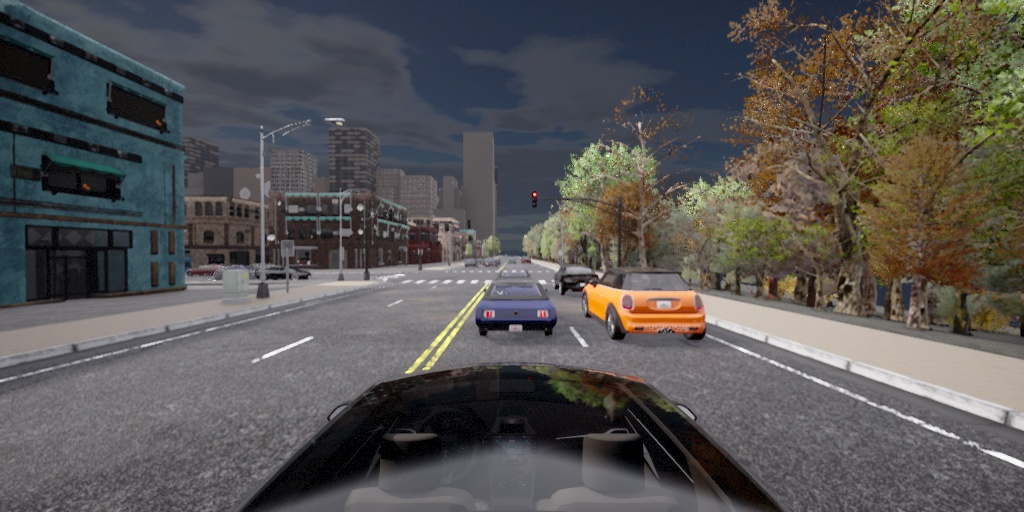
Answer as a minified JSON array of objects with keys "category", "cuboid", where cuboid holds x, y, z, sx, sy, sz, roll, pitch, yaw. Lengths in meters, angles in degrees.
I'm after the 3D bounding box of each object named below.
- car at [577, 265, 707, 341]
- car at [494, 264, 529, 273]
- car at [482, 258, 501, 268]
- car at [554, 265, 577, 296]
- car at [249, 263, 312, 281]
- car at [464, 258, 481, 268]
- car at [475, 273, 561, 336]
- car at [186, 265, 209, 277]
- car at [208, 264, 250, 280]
[{"category":"car","cuboid":[3.350,1.087,10.020,2.097,1.767,4.553,0,0,0]},{"category":"car","cuboid":[0.108,1.319,19.461,1.895,1.301,4.718,0,0,0]},{"category":"car","cuboid":[-3.303,1.207,57.414,1.994,1.385,4.181,0,0,0]},{"category":"car","cuboid":[3.357,1.196,19.303,1.882,1.535,5.008,0,0,1]},{"category":"car","cuboid":[-19.936,1.512,31.417,4.313,1.339,1.948,0,0,0]},{"category":"car","cuboid":[-6.551,1.147,57.632,1.837,1.490,4.892,0,0,0]},{"category":"car","cuboid":[0.103,1.335,10.299,1.895,1.301,4.718,0,0,0]},{"category":"car","cuboid":[-33.801,1.588,39.941,4.207,1.307,1.802,0,0,0]},{"category":"car","cuboid":[-25.732,1.545,34.131,4.181,1.385,1.994,-1,1,0]}]
